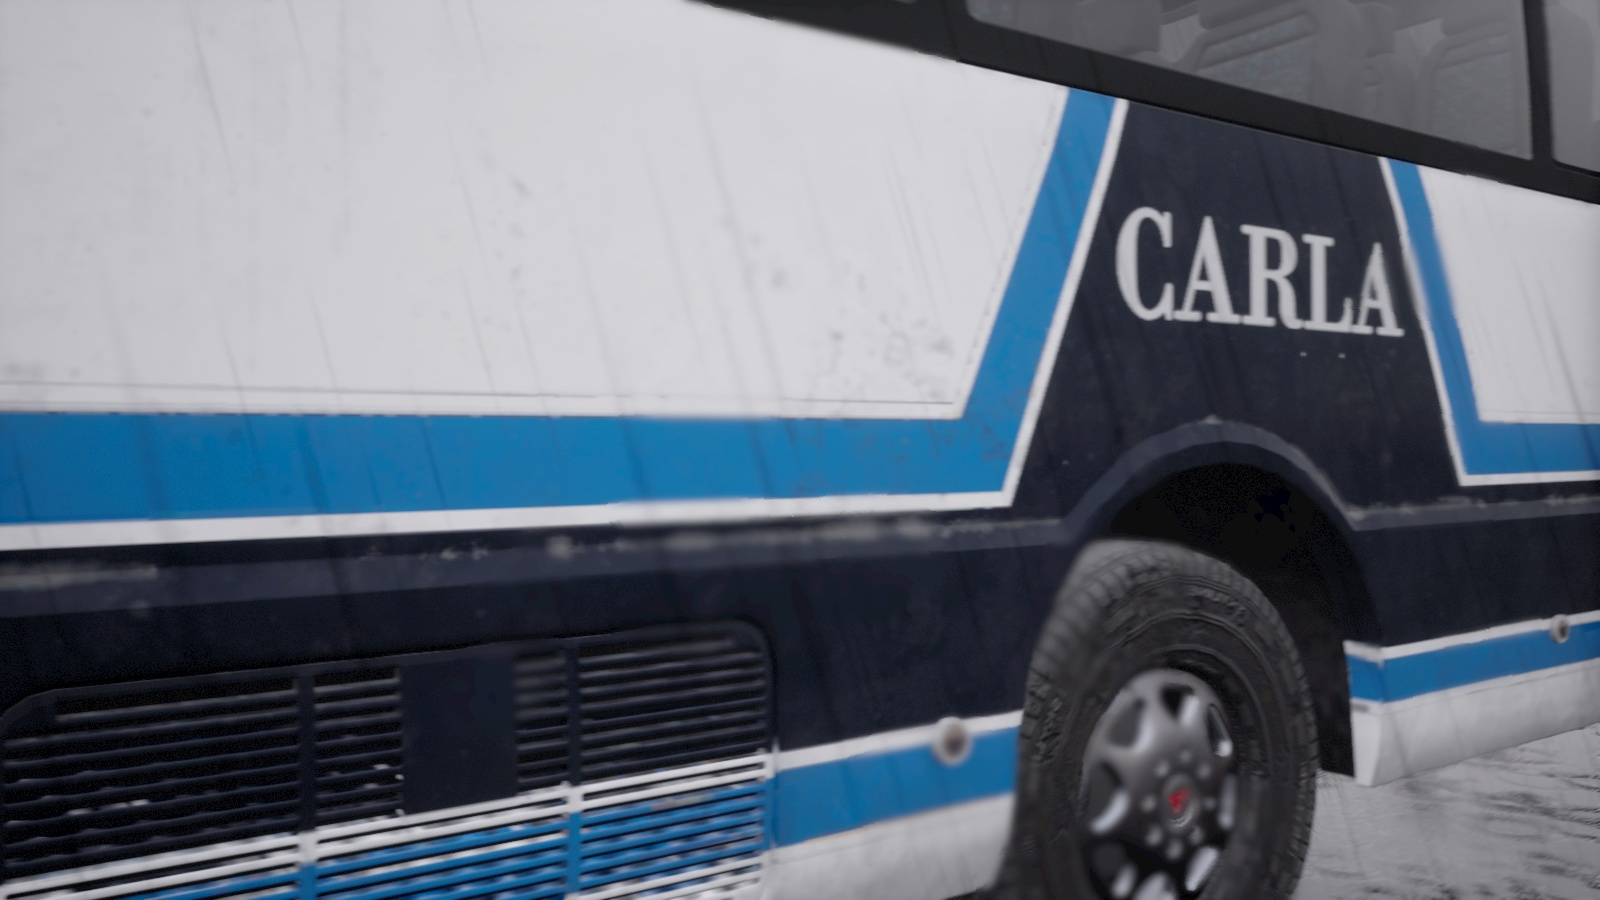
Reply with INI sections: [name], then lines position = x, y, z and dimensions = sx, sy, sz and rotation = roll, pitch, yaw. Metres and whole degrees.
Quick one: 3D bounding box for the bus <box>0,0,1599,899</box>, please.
[bus]
position = -2.076, -0.620, 2.838
dimensions = 10.273, 4.253, 3.944
rotation = -1, 0, -35
